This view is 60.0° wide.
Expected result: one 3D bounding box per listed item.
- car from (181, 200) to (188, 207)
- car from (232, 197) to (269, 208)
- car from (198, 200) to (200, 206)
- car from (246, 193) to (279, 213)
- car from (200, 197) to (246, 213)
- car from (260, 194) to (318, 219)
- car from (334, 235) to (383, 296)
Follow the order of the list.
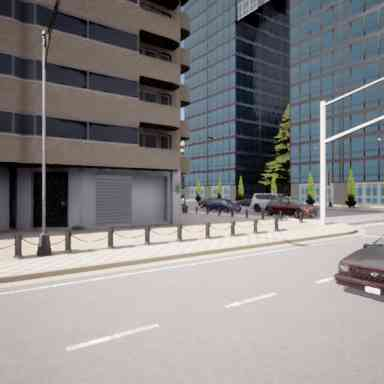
[{"bbox_3d":[-2.373,1.460,44.094,1.812,1.442,4.674,0,0,-35],"label":"car"},{"bbox_3d":[8.309,1.476,47.474,2.033,1.411,5.357,0,0,-35],"label":"car"},{"bbox_3d":[2.763,1.424,42.852,2.128,1.511,4.902,0,0,-35],"label":"car"},{"bbox_3d":[8.600,1.154,34.613,2.150,2.045,5.566,0,0,-36],"label":"car"},{"bbox_3d":[3.318,1.460,36.005,1.812,1.442,4.674,0,0,-35],"label":"car"},{"bbox_3d":[8.523,1.286,28.693,2.097,1.767,4.553,0,0,-35],"label":"car"},{"bbox_3d":[5.716,1.543,8.092,5.357,1.411,2.033,0,0,-36],"label":"car"}]
